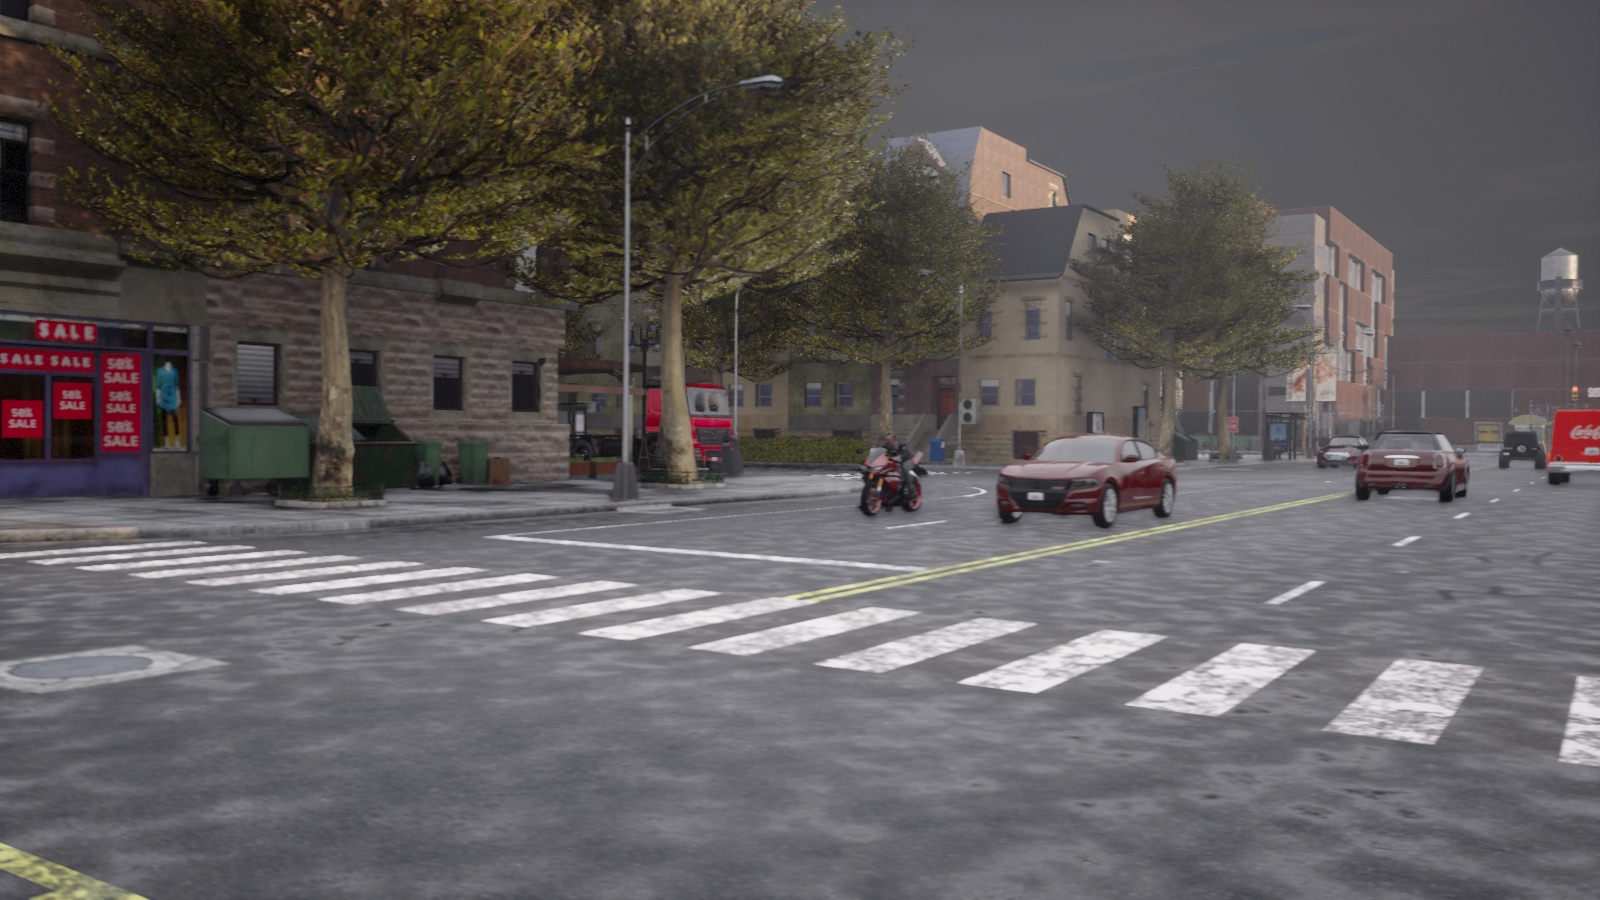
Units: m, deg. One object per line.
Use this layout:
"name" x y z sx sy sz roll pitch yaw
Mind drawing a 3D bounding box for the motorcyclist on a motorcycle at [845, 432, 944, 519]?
"motorcyclist on a motorcycle" 1.782 0.433 23.251 0.866 1.530 2.191 0 1 33

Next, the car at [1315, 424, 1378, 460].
"car" 26.625 -0.414 61.114 2.033 1.649 4.856 0 1 33

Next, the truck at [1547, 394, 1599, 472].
"truck" 26.655 -0.570 42.021 2.627 2.467 5.204 0 1 33

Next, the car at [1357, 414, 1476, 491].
"car" 15.393 0.024 31.237 2.097 1.767 4.553 0 1 33

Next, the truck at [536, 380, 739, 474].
"truck" -6.485 -0.866 49.436 7.936 3.462 2.891 0 1 34

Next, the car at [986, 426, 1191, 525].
"car" 5.212 0.360 22.101 1.882 1.535 5.008 0 1 33

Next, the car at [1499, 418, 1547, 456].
"car" 36.865 -0.680 63.960 1.905 1.878 3.866 0 1 33
